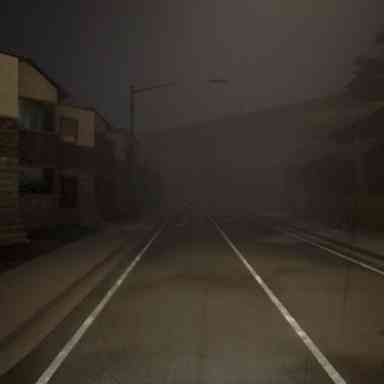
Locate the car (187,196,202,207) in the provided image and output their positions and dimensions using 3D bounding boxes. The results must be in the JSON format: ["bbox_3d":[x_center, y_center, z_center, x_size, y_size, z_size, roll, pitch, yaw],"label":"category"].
[{"bbox_3d":[0.389,1.403,50.048,1.882,1.535,5.008,0,0,5],"label":"car"}]

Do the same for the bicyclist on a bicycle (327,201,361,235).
[{"bbox_3d":[7.274,1.254,15.931,1.656,1.620,0.582,0,0,0],"label":"bicyclist on a bicycle"}]
